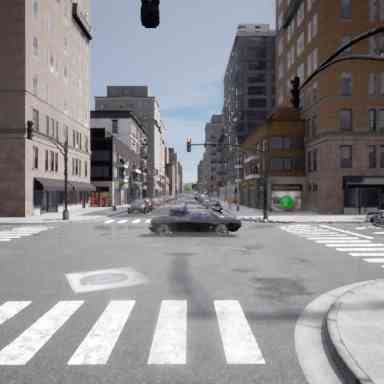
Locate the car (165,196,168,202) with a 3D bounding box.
[{"bbox_3d":[-5.790,1.631,58.199,2.008,1.369,4.403,0,0,0],"label":"car"}]

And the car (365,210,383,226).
[{"bbox_3d":[13.437,1.441,20.708,4.902,1.511,2.128,0,0,0],"label":"car"}]

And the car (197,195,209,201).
[{"bbox_3d":[2.240,1.634,52.696,1.947,1.339,4.313,0,0,0],"label":"car"}]

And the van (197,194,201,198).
[{"bbox_3d":[2.235,1.421,58.207,1.690,1.788,3.998,0,0,0],"label":"van"}]

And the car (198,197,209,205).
[{"bbox_3d":[2.229,1.644,63.718,2.008,1.369,4.403,0,0,0],"label":"car"}]

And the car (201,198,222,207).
[{"bbox_3d":[2.257,1.604,36.163,1.947,1.339,4.313,0,0,0],"label":"car"}]

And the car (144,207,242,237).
[{"bbox_3d":[0.119,1.605,17.379,4.718,1.301,1.895,0,0,0],"label":"car"}]

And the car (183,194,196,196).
[{"bbox_3d":[-0.416,1.660,73.434,2.033,1.411,5.357,0,0,0],"label":"car"}]

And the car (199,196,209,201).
[{"bbox_3d":[2.246,1.639,47.186,1.802,1.307,4.206,0,0,0],"label":"car"}]

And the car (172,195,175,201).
[{"bbox_3d":[-5.812,1.690,80.242,2.008,1.369,4.403,0,0,0],"label":"car"}]

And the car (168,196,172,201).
[{"bbox_3d":[-5.801,1.548,69.220,1.967,1.590,4.097,0,0,0],"label":"car"}]

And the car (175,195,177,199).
[{"bbox_3d":[-5.823,1.716,91.264,1.887,1.381,4.507,0,0,0],"label":"car"}]

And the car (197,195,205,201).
[{"bbox_3d":[2.207,1.595,85.761,1.967,1.590,4.097,0,0,0],"label":"car"}]

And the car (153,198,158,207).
[{"bbox_3d":[-5.774,1.487,41.667,1.967,1.590,4.097,0,0,0],"label":"car"}]

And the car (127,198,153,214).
[{"bbox_3d":[-5.768,1.478,36.156,1.967,1.590,4.097,0,0,0],"label":"car"}]

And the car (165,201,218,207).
[{"bbox_3d":[-0.178,1.623,25.771,1.895,1.301,4.718,0,0,-25],"label":"car"}]

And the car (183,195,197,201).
[{"bbox_3d":[-0.304,1.693,63.125,1.895,1.301,4.718,0,0,0],"label":"car"}]

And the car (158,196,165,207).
[{"bbox_3d":[-5.785,1.650,52.688,1.802,1.307,4.206,0,0,0],"label":"car"}]
